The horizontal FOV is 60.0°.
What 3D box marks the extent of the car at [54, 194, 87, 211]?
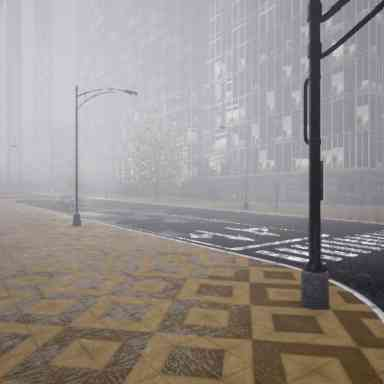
[{"bbox_3d":[-11.558,0.918,31.464,2.128,1.511,4.902,0,1,-38],"label":"car"}]
